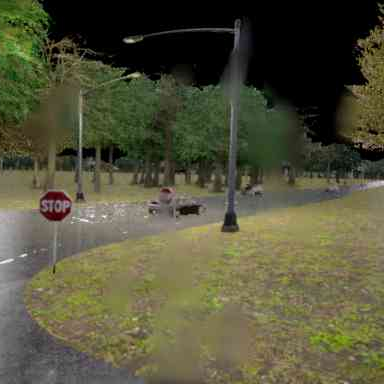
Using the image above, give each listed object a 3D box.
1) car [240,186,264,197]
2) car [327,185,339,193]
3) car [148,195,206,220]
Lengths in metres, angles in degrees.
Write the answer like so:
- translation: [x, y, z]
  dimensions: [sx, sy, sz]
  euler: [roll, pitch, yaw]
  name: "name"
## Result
- translation: [8.811, -0.085, 48.478]
  dimensions: [1.837, 1.490, 4.892]
  euler: [4, 5, 35]
  name: "car"
- translation: [28.624, -0.634, 67.411]
  dimensions: [1.994, 1.385, 4.181]
  euler: [4, 4, 28]
  name: "car"
- translation: [-0.921, 0.983, 22.846]
  dimensions: [2.128, 1.511, 4.902]
  euler: [4, 4, 35]
  name: "car"
